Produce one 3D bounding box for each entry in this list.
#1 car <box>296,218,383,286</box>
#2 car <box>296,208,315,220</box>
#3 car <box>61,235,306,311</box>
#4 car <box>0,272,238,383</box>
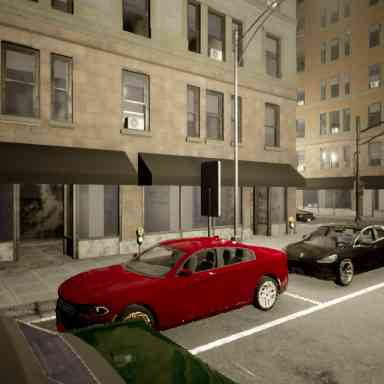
[{"bbox_3d":[4.322,1.566,9.413,4.313,1.339,1.947,0,0,-36],"label":"car"},{"bbox_3d":[6.918,1.614,25.952,2.033,1.411,5.357,0,0,-33],"label":"car"},{"bbox_3d":[-0.114,1.545,6.144,4.507,1.381,1.887,0,0,-36],"label":"car"},{"bbox_3d":[-1.911,1.601,1.667,4.718,1.301,1.895,0,0,-36],"label":"car"}]
